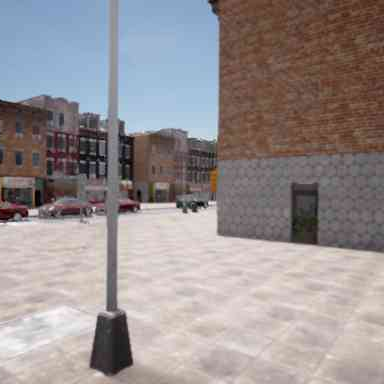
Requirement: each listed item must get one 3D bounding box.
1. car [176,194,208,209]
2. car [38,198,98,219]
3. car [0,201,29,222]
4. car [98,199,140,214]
[{"bbox_3d":[0.054,1.082,40.254,2.097,1.767,4.553,1,1,36],"label":"car"},{"bbox_3d":[-9.931,1.192,26.189,1.967,1.590,4.097,1,1,36],"label":"car"},{"bbox_3d":[-13.122,1.303,21.754,1.887,1.381,4.507,1,1,36],"label":"car"},{"bbox_3d":[-6.740,1.291,30.625,1.887,1.381,4.507,1,1,36],"label":"car"}]
